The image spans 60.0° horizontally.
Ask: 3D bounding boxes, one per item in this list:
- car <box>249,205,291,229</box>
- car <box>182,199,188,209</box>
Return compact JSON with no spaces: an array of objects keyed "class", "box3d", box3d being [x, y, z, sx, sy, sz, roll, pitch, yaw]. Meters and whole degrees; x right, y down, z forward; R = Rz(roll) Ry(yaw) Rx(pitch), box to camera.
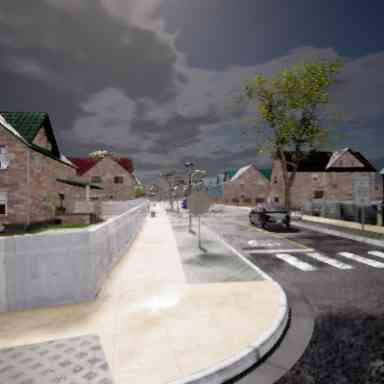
[{"class":"car","box3d":[5.222,1.606,22.802,2.128,1.511,4.902,0,0,-3]},{"class":"car","box3d":[-0.524,1.880,53.117,1.882,1.535,5.008,-1,-1,-6]}]
